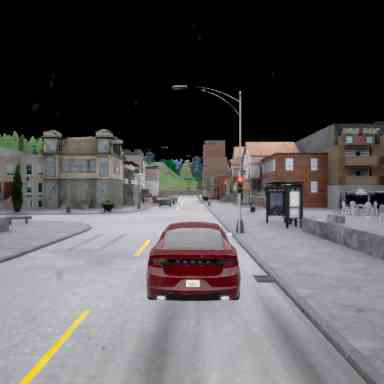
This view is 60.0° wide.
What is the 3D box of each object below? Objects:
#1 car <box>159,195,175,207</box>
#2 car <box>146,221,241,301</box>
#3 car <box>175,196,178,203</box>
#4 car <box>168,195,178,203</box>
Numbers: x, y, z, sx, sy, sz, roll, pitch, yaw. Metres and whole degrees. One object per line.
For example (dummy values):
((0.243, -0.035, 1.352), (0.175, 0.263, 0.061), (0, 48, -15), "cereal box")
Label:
((-4.110, 1.505, 51.968), (1.837, 1.490, 4.892), (0, 0, 0), "car")
((0.048, 1.478, 8.396), (1.882, 1.535, 5.008), (0, 0, 1), "car")
((-4.072, 1.601, 61.273), (1.895, 1.301, 4.718), (0, 0, 0), "car")
((-4.015, 1.500, 71.640), (1.837, 1.490, 4.892), (0, 0, 0), "car")
